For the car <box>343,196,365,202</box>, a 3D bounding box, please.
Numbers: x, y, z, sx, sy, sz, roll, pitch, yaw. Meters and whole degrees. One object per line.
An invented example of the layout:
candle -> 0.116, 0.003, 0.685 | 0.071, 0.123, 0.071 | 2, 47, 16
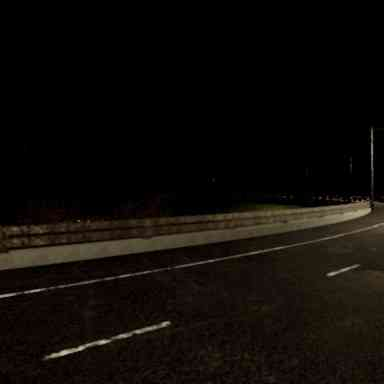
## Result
car -> 40.087, 1.761, 82.434 | 2.128, 1.511, 4.902 | 0, 0, 3

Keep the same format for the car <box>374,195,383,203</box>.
car -> 42.162, 1.705, 72.005 | 2.128, 1.511, 4.902 | 0, 0, 8

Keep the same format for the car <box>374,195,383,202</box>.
car -> 47.079, 1.569, 82.008 | 2.128, 1.511, 4.902 | 0, 0, 3

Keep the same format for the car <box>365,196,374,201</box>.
car -> 43.595, 1.609, 82.346 | 1.994, 1.385, 4.181 | 0, 0, 3
